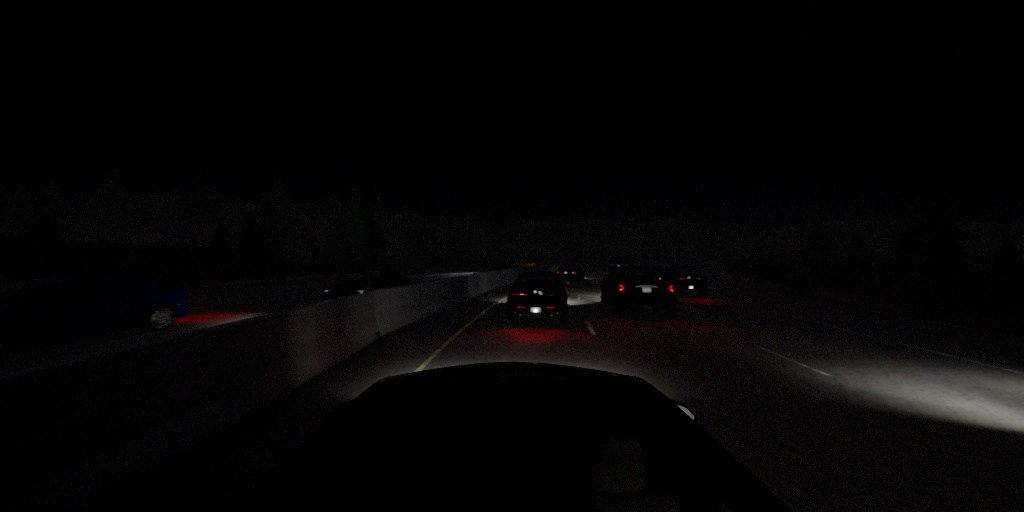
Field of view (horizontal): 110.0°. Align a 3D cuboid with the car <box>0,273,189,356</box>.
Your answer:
[{"bbox_3d":[-10.206,1.194,8.022,1.882,1.535,5.008,0,0,4],"label":"car"}]

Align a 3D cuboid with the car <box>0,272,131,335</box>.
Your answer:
[{"bbox_3d":[-13.597,1.233,9.507,1.812,1.442,4.674,0,0,5],"label":"car"}]

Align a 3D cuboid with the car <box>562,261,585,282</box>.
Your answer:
[{"bbox_3d":[4.980,1.348,30.253,2.033,1.411,5.357,0,0,19],"label":"car"}]

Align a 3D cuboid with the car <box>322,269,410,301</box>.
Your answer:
[{"bbox_3d":[-5.925,1.275,15.232,1.812,1.442,4.674,0,0,9],"label":"car"}]

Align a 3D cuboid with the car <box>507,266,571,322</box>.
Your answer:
[{"bbox_3d":[0.959,1.273,12.508,1.837,1.490,4.892,0,0,7],"label":"car"}]

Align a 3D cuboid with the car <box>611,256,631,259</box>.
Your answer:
[{"bbox_3d":[11.294,1.042,36.764,2.150,2.045,5.566,0,0,24],"label":"car"}]

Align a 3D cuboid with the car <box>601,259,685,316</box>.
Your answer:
[{"bbox_3d":[4.680,1.134,13.775,2.097,1.767,4.553,0,0,8],"label":"car"}]

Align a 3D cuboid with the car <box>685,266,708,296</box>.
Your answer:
[{"bbox_3d":[9.402,1.304,20.106,1.837,1.490,4.892,0,0,13],"label":"car"}]

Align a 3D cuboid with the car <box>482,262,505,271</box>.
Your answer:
[{"bbox_3d":[-2.262,1.454,49.304,1.895,1.301,4.718,0,0,27],"label":"car"}]

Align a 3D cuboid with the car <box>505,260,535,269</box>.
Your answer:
[{"bbox_3d":[1.481,1.330,48.844,1.882,1.535,5.008,0,0,28],"label":"car"}]
